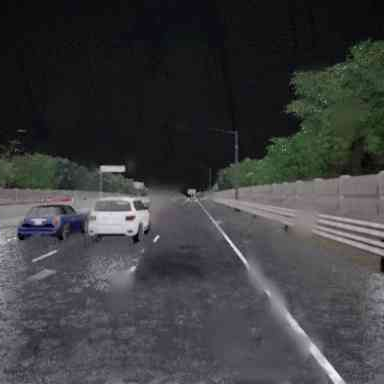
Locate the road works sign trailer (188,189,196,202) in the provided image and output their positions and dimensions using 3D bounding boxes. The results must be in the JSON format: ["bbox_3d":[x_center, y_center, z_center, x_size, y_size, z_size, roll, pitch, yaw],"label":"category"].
[{"bbox_3d":[-0.028,0.959,90.599,2.380,3.560,2.880,0,-1,0],"label":"road works sign trailer"}]

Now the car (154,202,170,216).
[{"bbox_3d":[-3.412,1.676,34.306,1.994,1.385,4.181,0,0,0],"label":"car"}]

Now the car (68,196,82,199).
[{"bbox_3d":[-21.033,1.757,62.594,1.837,1.490,4.892,0,0,0],"label":"car"}]

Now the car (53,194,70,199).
[{"bbox_3d":[-24.526,1.476,62.410,2.150,2.045,5.566,0,0,0],"label":"car"}]

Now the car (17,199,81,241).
[{"bbox_3d":[-6.906,1.409,17.061,2.097,1.767,4.553,0,0,0],"label":"car"}]

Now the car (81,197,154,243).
[{"bbox_3d":[-3.405,1.276,16.531,2.150,2.045,5.566,0,0,0],"label":"car"}]

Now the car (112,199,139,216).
[{"bbox_3d":[-6.913,1.592,35.132,1.882,1.535,5.008,0,0,0],"label":"car"}]

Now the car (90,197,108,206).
[{"bbox_3d":[-17.532,1.738,63.010,1.882,1.535,5.008,0,0,0],"label":"car"}]
